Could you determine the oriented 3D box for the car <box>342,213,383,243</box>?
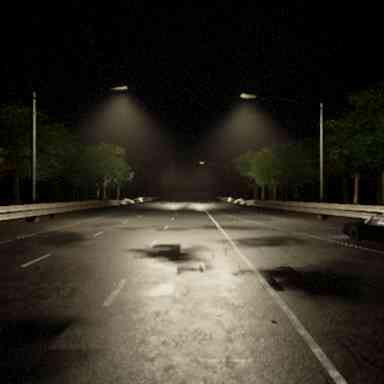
[{"bbox_3d":[8.401,1.505,13.376,2.033,1.411,5.357,0,-1,-10],"label":"car"}]
